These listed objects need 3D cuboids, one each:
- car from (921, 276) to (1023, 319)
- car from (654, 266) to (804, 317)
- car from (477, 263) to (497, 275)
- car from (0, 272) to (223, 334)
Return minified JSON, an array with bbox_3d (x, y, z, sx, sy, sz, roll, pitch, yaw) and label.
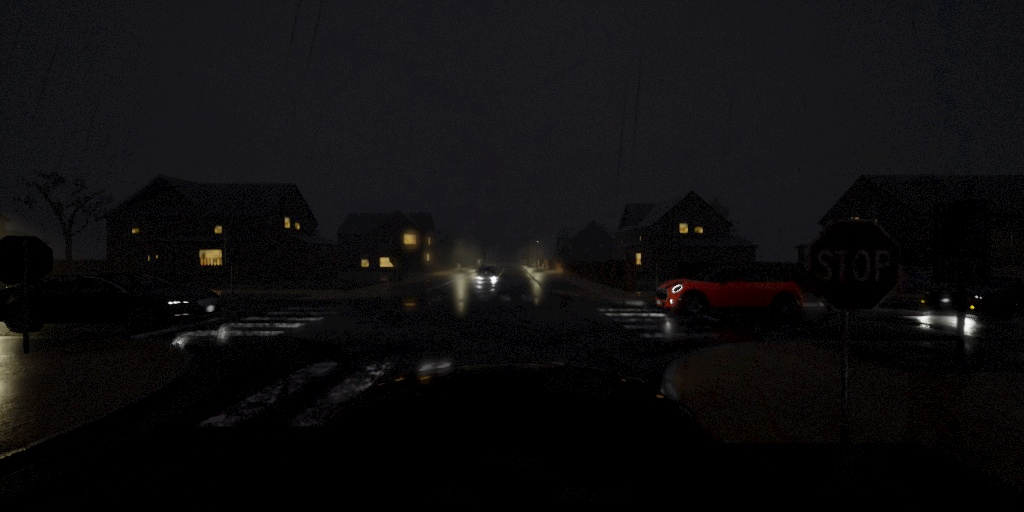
[{"bbox_3d":[17.426,1.414,12.757,4.181,1.385,1.994,0,0,0],"label":"car"},{"bbox_3d":[7.673,1.143,13.075,4.553,1.767,2.097,0,0,5],"label":"car"},{"bbox_3d":[-2.691,1.407,39.221,1.895,1.301,4.718,0,0,0],"label":"car"},{"bbox_3d":[-10.898,1.198,9.896,4.902,1.511,2.128,0,0,-3],"label":"car"}]
